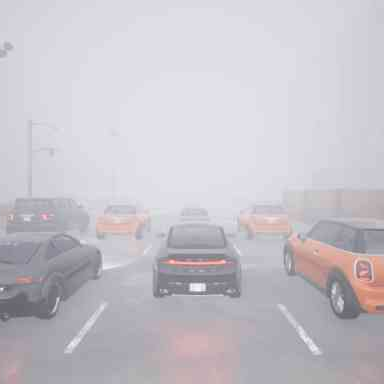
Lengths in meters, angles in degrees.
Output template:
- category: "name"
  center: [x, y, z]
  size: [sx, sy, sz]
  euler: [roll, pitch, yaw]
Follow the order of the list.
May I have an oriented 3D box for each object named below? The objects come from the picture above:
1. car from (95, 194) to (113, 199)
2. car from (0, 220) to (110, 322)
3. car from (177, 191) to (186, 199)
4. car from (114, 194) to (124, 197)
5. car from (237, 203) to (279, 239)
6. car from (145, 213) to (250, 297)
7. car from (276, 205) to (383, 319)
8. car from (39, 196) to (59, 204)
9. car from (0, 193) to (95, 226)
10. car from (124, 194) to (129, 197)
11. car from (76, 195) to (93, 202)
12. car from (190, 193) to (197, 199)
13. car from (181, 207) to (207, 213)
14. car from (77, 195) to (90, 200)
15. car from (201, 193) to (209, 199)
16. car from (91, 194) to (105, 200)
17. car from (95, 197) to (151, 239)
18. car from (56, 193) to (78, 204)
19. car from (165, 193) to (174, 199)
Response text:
- category: "car"
  center: [-17.416, 1.462, 65.046]
  size: [1.837, 1.490, 4.892]
  euler: [0, 0, 0]
- category: "car"
  center: [-3.396, 1.564, 7.350]
  size: [1.994, 1.385, 4.181]
  euler: [0, 0, 0]
- category: "car"
  center: [-3.162, 1.190, 93.644]
  size: [1.837, 1.490, 4.892]
  euler: [0, 1, 1]
- category: "car"
  center: [-17.332, 1.392, 74.755]
  size: [1.882, 1.535, 5.008]
  euler: [0, 0, 1]
- category: "car"
  center: [3.609, 1.352, 17.271]
  size: [2.097, 1.767, 4.553]
  euler: [0, 0, 0]
- category: "car"
  center: [0.105, 1.505, 8.533]
  size: [1.837, 1.490, 4.892]
  euler: [0, 0, 0]
- category: "car"
  center: [3.604, 1.352, 7.517]
  size: [2.097, 1.767, 4.553]
  euler: [0, 0, 0]
- category: "car"
  center: [-27.916, 1.568, 65.081]
  size: [1.895, 1.301, 4.718]
  euler: [0, 0, 0]
- category: "car"
  center: [-6.892, 1.222, 16.586]
  size: [2.150, 2.045, 5.566]
  euler: [0, 0, 0]
- category: "car"
  center: [-17.240, 1.337, 85.045]
  size: [1.812, 1.442, 4.674]
  euler: [0, 1, 1]
- category: "car"
  center: [-24.326, 1.434, 75.437]
  size: [2.128, 1.511, 4.902]
  euler: [0, 0, 1]
- category: "car"
  center: [0.338, 1.168, 93.610]
  size: [1.882, 1.535, 5.008]
  euler: [0, 1, 1]
- category: "car"
  center: [0.117, 1.547, 18.625]
  size: [2.033, 1.411, 5.357]
  euler: [0, 0, 0]
- category: "car"
  center: [-27.739, 1.409, 85.104]
  size: [1.895, 1.301, 4.718]
  euler: [0, 1, 1]
- category: "car"
  center: [3.842, 1.240, 93.991]
  size: [1.994, 1.385, 4.181]
  euler: [0, 1, 1]
- category: "car"
  center: [-24.234, 1.330, 85.740]
  size: [2.128, 1.511, 4.902]
  euler: [0, 1, 1]
- category: "car"
  center: [-3.391, 1.352, 17.318]
  size: [2.097, 1.767, 4.553]
  euler: [0, 0, 0]
- category: "car"
  center: [-24.414, 1.197, 65.321]
  size: [2.150, 2.045, 5.566]
  euler: [0, 0, 0]
- category: "car"
  center: [-6.661, 1.190, 93.673]
  size: [1.837, 1.490, 4.892]
  euler: [0, 1, 1]
